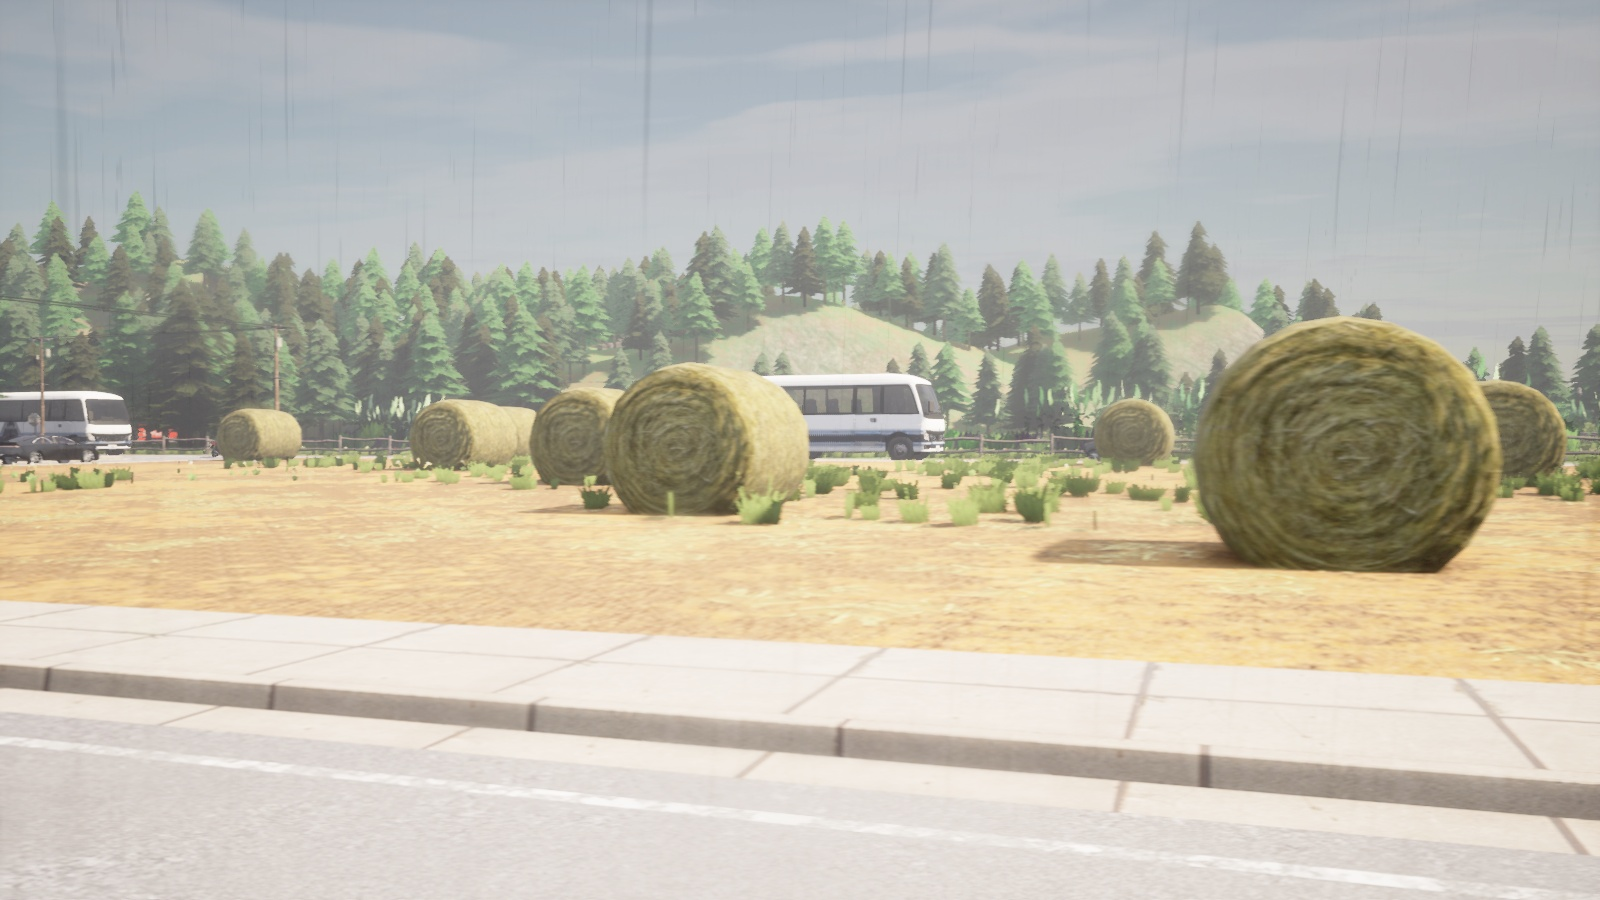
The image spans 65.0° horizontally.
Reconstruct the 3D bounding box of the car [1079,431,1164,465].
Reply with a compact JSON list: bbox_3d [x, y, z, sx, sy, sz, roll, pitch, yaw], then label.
[{"bbox_3d":[15.278,-0.100,59.624,3.705,1.549,1.789,1,1,22],"label":"car"}]

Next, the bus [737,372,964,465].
[{"bbox_3d":[2.456,-1.527,61.107,10.273,4.253,3.944,1,1,22],"label":"bus"}]

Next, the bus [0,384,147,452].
[{"bbox_3d":[-48.048,-2.051,81.935,10.273,4.253,3.944,1,1,22],"label":"bus"}]

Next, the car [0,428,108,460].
[{"bbox_3d":[-36.741,-0.312,61.375,2.128,1.511,4.902,1,1,20],"label":"car"}]
